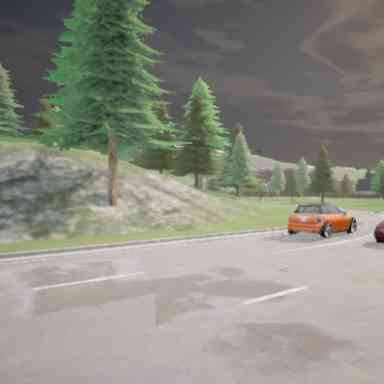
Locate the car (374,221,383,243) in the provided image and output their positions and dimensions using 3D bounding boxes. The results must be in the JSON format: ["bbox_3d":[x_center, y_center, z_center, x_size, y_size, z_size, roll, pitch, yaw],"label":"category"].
[{"bbox_3d":[10.263,1.645,15.369,4.181,1.385,1.994,0,0,-35],"label":"car"}]

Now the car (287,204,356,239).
[{"bbox_3d":[7.168,1.429,18.188,4.553,1.767,2.097,0,0,-43],"label":"car"}]
